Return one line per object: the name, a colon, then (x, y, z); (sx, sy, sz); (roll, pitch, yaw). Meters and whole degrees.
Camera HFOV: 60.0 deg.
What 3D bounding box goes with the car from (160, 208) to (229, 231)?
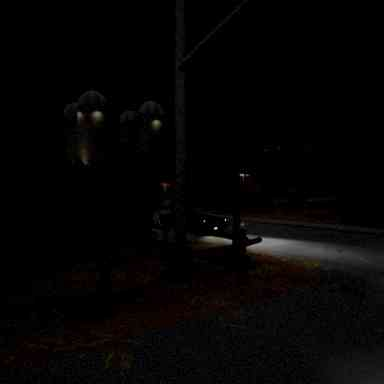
car: (-0.010, 1.601, 19.354); (1.895, 1.301, 4.718); (0, 0, -35)
